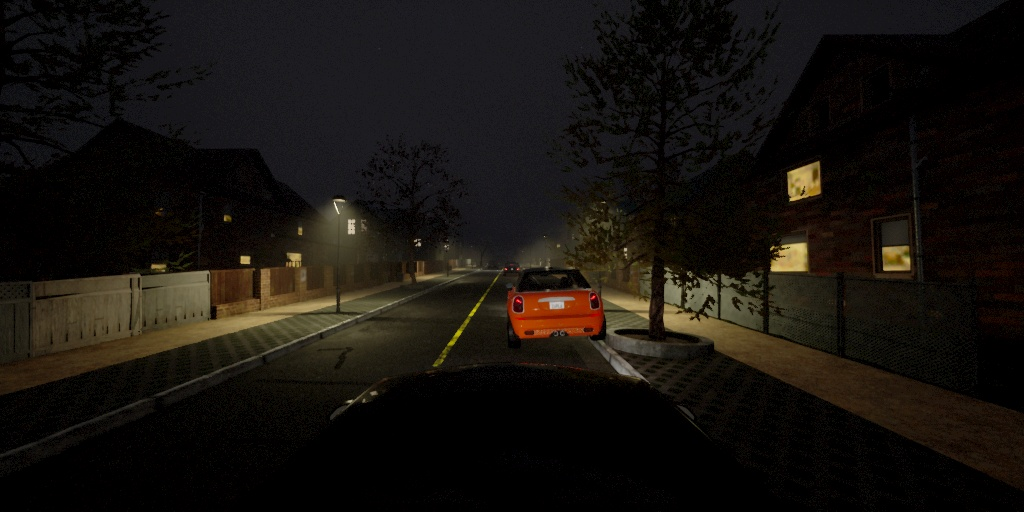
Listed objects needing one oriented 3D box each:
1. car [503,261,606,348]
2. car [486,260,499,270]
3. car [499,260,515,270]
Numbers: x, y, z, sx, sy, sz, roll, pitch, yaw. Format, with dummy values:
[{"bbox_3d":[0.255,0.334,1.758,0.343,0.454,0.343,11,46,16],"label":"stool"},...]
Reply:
[{"bbox_3d":[0.909,1.061,9.429,2.097,1.767,4.553,-3,-1,0],"label":"car"},{"bbox_3d":[-2.836,1.373,54.371,1.837,1.490,4.892,0,0,0],"label":"car"},{"bbox_3d":[0.018,1.366,38.205,2.033,1.411,5.357,0,0,0],"label":"car"}]
